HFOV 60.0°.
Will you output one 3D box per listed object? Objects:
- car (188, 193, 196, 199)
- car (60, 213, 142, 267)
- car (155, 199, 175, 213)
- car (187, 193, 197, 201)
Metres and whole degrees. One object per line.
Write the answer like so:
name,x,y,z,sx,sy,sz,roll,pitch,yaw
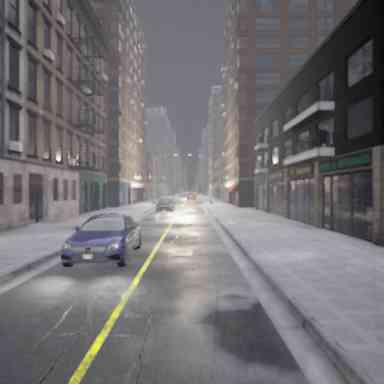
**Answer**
car,-0.076,0.993,82.960,1.994,1.385,4.181,0,0,0
car,-2.847,1.472,11.369,1.812,1.442,4.674,0,1,0
car,-2.783,1.434,35.424,2.033,1.411,5.357,0,0,0
car,-0.067,0.998,72.893,2.097,1.767,4.553,0,0,0
